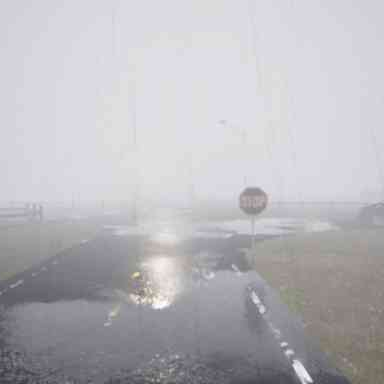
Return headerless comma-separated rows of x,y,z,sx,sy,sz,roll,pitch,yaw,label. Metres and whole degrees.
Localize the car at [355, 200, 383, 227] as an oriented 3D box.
11.861,1.181,18.640,4.892,1.490,1.837,-1,0,20,car
